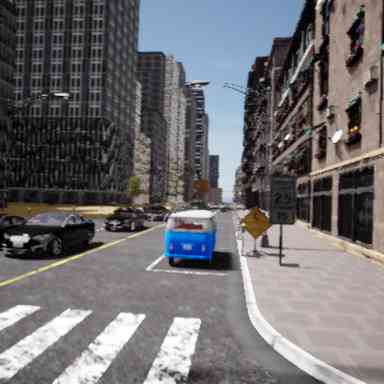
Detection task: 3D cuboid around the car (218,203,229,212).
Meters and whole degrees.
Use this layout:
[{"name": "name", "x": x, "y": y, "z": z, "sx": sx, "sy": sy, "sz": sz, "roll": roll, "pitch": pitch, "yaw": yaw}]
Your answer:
[{"name": "car", "x": 5.761, "y": 3.061, "z": 62.164, "sx": 2.008, "sy": 1.369, "sz": 4.403, "roll": 2, "pitch": -1, "yaw": 7}]

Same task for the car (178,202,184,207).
[{"name": "car", "x": -2.559, "y": 2.785, "z": 63.131, "sx": 2.008, "sy": 1.369, "sz": 4.403, "roll": 2, "pitch": -1, "yaw": 7}]

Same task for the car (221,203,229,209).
[{"name": "car", "x": 8.299, "y": 3.507, "z": 84.144, "sx": 1.967, "sy": 1.590, "sz": 4.097, "roll": 2, "pitch": -1, "yaw": 7}]

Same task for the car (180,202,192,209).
[{"name": "car", "x": -1.292, "y": 3.063, "z": 74.120, "sx": 2.008, "sy": 1.369, "sz": 4.403, "roll": 2, "pitch": -1, "yaw": 7}]

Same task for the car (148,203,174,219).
[{"name": "car", "x": -3.386, "y": 2.109, "z": 33.317, "sx": 1.812, "sy": 1.442, "sz": 4.674, "roll": 2, "pitch": -1, "yaw": 7}]

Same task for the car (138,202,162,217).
[{"name": "car", "x": -5.091, "y": 2.125, "z": 41.155, "sx": 1.967, "sy": 1.590, "sz": 4.097, "roll": 2, "pitch": -1, "yaw": 7}]

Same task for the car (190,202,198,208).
[{"name": "car", "x": 0.590, "y": 3.454, "z": 90.435, "sx": 1.752, "sy": 1.417, "sz": 4.829, "roll": 2, "pitch": -1, "yaw": 7}]

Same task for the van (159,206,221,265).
[{"name": "van", "x": 0.065, "y": 1.626, "z": 12.718, "sx": 1.690, "sy": 1.788, "sz": 3.998, "roll": 2, "pitch": -1, "yaw": 7}]

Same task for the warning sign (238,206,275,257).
[{"name": "warning sign", "x": 2.498, "y": 1.493, "z": 13.039, "sx": 1.300, "sy": 1.860, "sz": 1.060, "roll": 2, "pitch": -1, "yaw": 7}]

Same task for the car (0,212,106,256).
[{"name": "car", "x": -5.646, "y": 1.596, "z": 13.771, "sx": 2.128, "sy": 1.511, "sz": 4.902, "roll": 2, "pitch": -1, "yaw": 7}]

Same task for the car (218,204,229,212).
[{"name": "car", "x": 6.394, "y": 3.199, "z": 67.659, "sx": 2.008, "sy": 1.369, "sz": 4.403, "roll": 2, "pitch": -1, "yaw": 7}]

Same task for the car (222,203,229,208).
[{"name": "car", "x": 9.561, "y": 3.933, "z": 95.131, "sx": 1.802, "sy": 1.307, "sz": 4.206, "roll": 2, "pitch": -1, "yaw": 7}]

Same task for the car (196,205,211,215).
[{"name": "car", "x": 1.930, "y": 2.733, "z": 52.412, "sx": 1.994, "sy": 1.385, "sz": 4.181, "roll": 2, "pitch": -1, "yaw": 7}]

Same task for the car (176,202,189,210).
[{"name": "car", "x": -1.922, "y": 2.813, "z": 68.629, "sx": 1.967, "sy": 1.590, "sz": 4.097, "roll": 2, "pitch": -1, "yaw": 7}]

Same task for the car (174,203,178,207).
[{"name": "car", "x": -3.845, "y": 2.480, "z": 51.974, "sx": 1.752, "sy": 1.417, "sz": 4.829, "roll": 2, "pitch": -1, "yaw": 7}]

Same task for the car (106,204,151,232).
[{"name": "car", "x": -4.553, "y": 1.840, "z": 23.224, "sx": 1.837, "sy": 1.490, "sz": 4.892, "roll": 2, "pitch": -1, "yaw": 7}]

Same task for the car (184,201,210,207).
[{"name": "car", "x": 0.745, "y": 2.125, "z": 41.713, "sx": 2.150, "sy": 2.045, "sz": 5.566, "roll": 2, "pitch": -1, "yaw": 7}]
